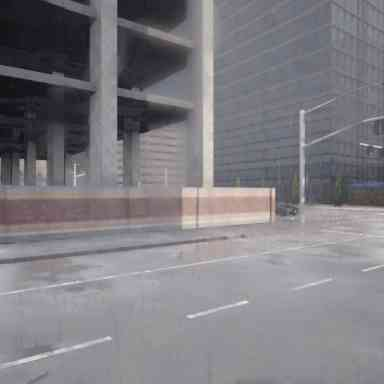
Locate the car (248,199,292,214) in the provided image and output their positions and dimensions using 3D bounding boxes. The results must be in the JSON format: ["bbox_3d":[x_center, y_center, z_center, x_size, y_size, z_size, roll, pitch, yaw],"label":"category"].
[{"bbox_3d":[8.542,1.526,36.933,1.812,1.442,4.674,0,0,-36],"label":"car"}]

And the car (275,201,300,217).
[{"bbox_3d":[8.133,1.564,31.533,1.994,1.385,4.181,0,0,-36],"label":"car"}]

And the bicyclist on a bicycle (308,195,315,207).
[{"bbox_3d":[16.610,1.301,46.220,1.656,1.620,0.582,0,0,-36],"label":"bicyclist on a bicycle"}]
